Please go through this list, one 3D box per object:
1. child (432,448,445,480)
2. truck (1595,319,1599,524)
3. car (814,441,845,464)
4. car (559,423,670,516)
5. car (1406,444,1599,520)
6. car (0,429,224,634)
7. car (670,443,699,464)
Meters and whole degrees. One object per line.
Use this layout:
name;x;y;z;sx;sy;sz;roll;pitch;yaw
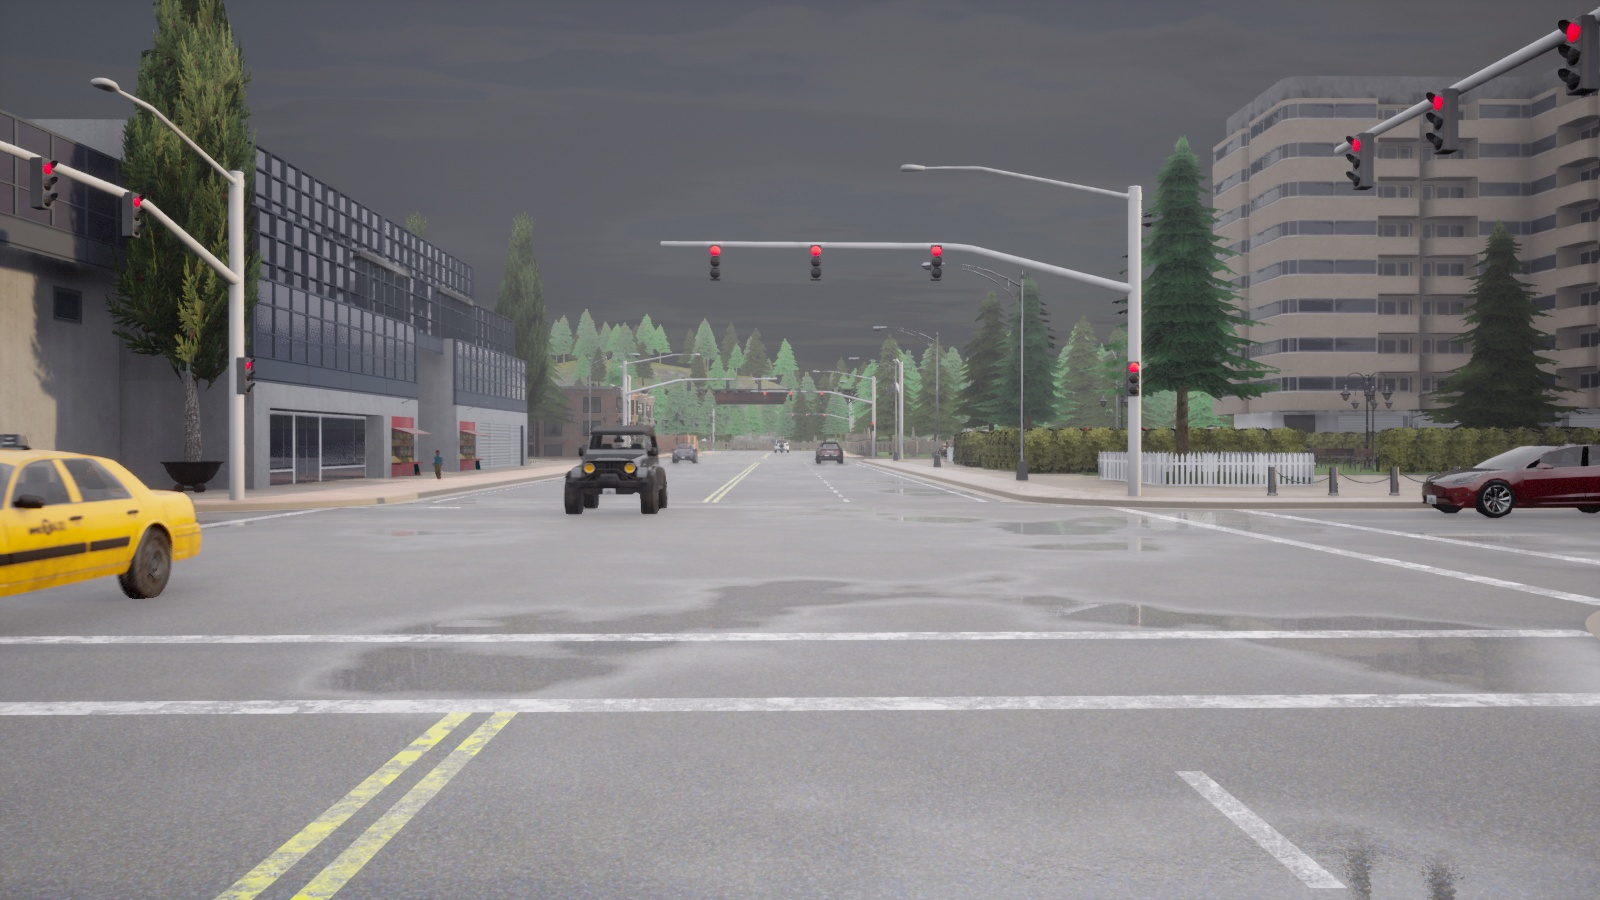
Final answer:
child;-13.260;0.514;46.051;0.343;1.192;0.448;0;0;-3
truck;19.204;-0.528;22.210;8.468;3.827;2.891;0;0;-1
car;2.115;0.165;90.991;2.033;1.649;4.856;0;0;-1
car;-3.933;0.386;27.231;1.905;1.878;3.866;0;0;-1
car;15.302;0.614;25.652;4.792;1.488;2.163;0;0;-1
car;-7.067;0.619;10.840;1.801;1.575;5.366;0;0;-1
car;-8.394;0.237;91.578;1.845;1.501;3.633;0;0;-1
